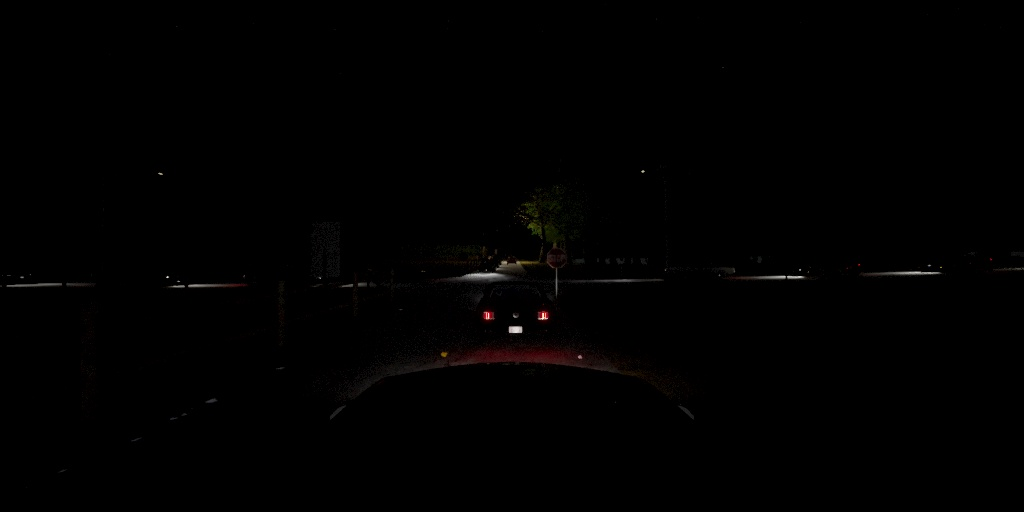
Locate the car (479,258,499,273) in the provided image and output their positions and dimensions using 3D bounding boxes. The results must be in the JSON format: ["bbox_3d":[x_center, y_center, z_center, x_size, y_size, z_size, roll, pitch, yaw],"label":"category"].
[{"bbox_3d":[-2.928,1.294,43.061,1.895,1.301,4.718,0,0,0],"label":"car"}]

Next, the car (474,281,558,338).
[{"bbox_3d":[0.082,1.352,10.187,1.895,1.301,4.718,0,0,0],"label":"car"}]

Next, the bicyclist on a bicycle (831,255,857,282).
[{"bbox_3d":[19.855,0.746,21.505,0.582,1.620,1.656,-1,-1,0],"label":"bicyclist on a bicycle"}]

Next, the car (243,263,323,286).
[{"bbox_3d":[-15.416,1.252,24.322,4.892,1.490,1.837,0,-1,1],"label":"car"}]

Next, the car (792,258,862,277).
[{"bbox_3d":[24.083,0.827,27.506,4.181,1.385,1.994,-2,-1,0],"label":"car"}]

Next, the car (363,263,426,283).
[{"bbox_3d":[-9.025,1.301,27.711,4.674,1.442,1.812,0,0,-21],"label":"car"}]

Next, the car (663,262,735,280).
[{"bbox_3d":[14.194,1.122,27.459,4.718,1.301,1.895,-1,-1,0],"label":"car"}]

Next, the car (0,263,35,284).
[{"bbox_3d":[-35.600,1.160,24.276,4.892,1.490,1.837,1,-1,0],"label":"car"}]

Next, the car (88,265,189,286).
[{"bbox_3d":[-25.228,1.292,24.317,5.357,1.411,2.033,0,-1,0],"label":"car"}]

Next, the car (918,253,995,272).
[{"bbox_3d":[34.027,0.477,27.562,4.181,1.385,1.994,-2,-1,-1],"label":"car"}]

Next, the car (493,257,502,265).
[{"bbox_3d":[-2.939,1.155,54.960,2.033,1.411,5.357,0,0,0],"label":"car"}]
